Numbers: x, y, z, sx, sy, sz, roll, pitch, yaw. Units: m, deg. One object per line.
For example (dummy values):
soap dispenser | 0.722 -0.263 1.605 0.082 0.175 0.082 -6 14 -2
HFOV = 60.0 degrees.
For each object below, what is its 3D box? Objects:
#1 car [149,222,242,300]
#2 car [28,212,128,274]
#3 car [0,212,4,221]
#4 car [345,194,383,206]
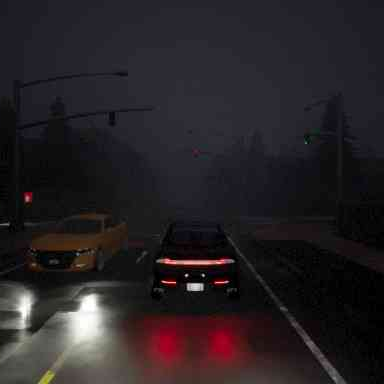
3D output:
car | 0.076 1.492 8.398 2.128 1.511 4.902 0 0 0
car | -3.411 1.477 10.834 1.882 1.535 5.008 0 0 1
car | -15.442 1.578 23.061 4.181 1.385 1.994 0 0 -1
car | 15.856 1.202 28.932 5.566 2.045 2.150 0 0 -8
